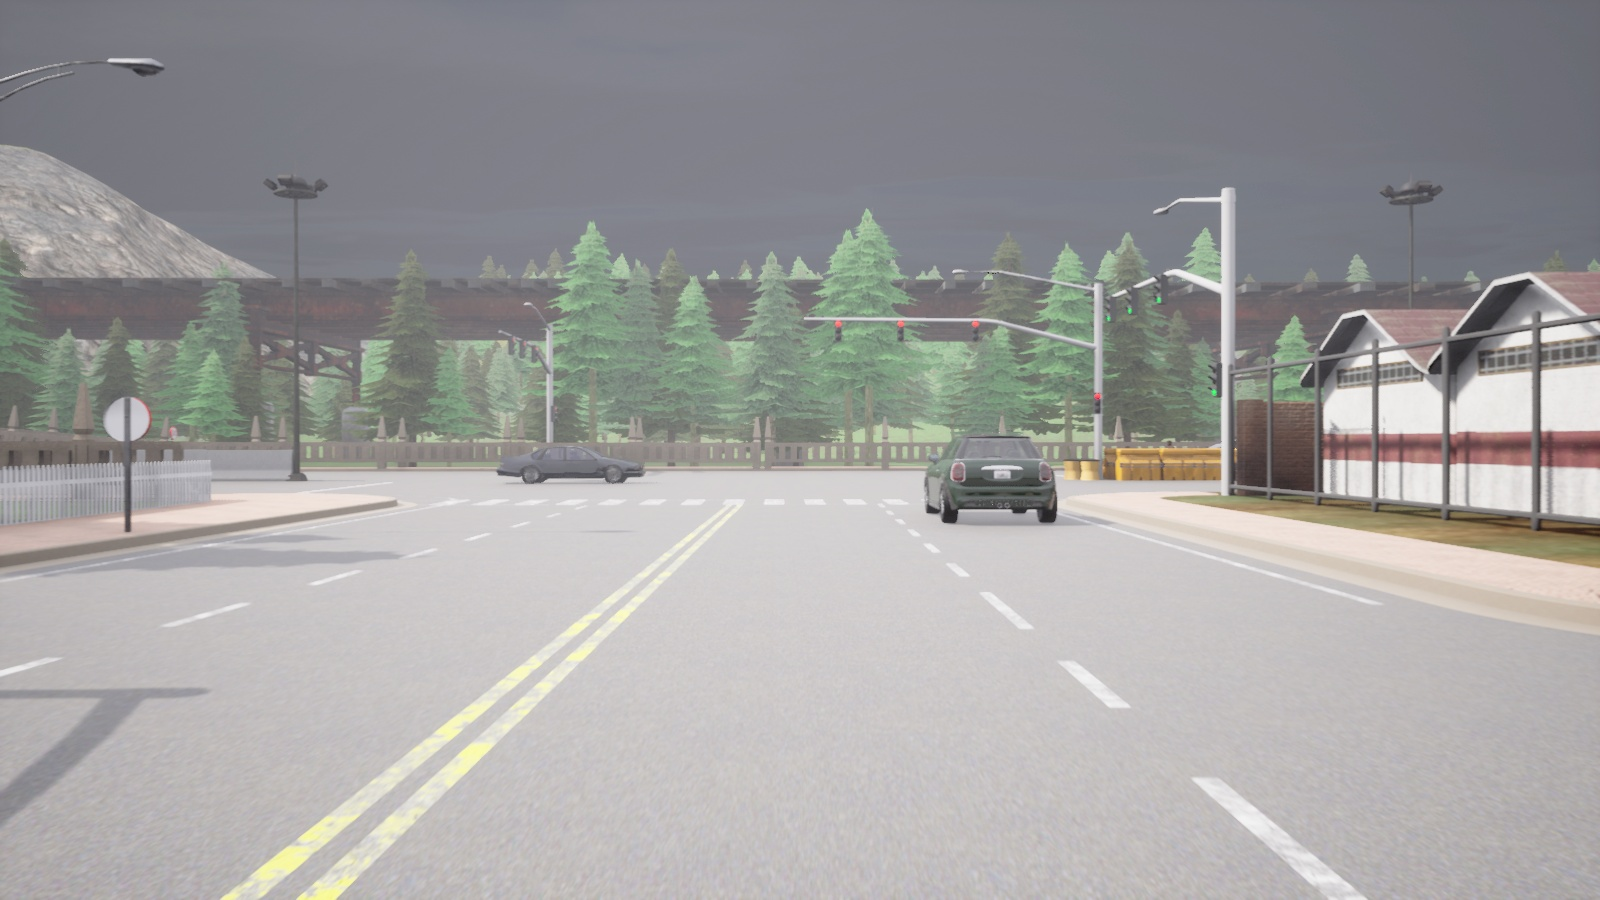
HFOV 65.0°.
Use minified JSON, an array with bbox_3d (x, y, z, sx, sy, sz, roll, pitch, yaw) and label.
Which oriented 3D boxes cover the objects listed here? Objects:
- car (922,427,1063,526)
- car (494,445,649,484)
[{"bbox_3d":[3.656,0.469,24.715,2.097,1.767,4.553,0,0,0],"label":"car"},{"bbox_3d":[-8.370,0.526,46.366,5.357,1.411,2.033,0,0,-1],"label":"car"}]
